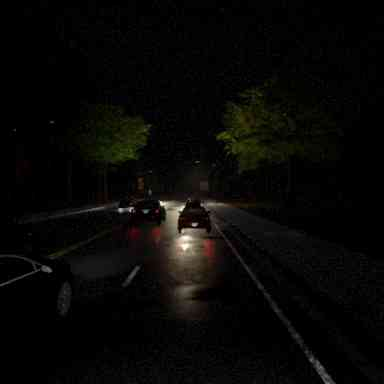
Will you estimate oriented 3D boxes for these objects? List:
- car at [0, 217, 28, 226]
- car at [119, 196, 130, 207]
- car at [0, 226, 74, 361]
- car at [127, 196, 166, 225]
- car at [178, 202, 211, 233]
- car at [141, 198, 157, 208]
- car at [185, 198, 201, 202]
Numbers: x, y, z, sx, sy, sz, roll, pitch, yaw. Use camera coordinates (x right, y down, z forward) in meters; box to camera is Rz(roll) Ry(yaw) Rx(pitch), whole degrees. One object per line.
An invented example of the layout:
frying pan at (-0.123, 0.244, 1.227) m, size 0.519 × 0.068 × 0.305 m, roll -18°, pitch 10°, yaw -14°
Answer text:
car at (-6.592, 1.533, 10.253) m, size 1.812 × 1.442 × 4.674 m, roll 0°, pitch 0°, yaw 0°
car at (-9.778, 1.404, 50.851) m, size 2.097 × 1.767 × 4.553 m, roll 0°, pitch 0°, yaw 0°
car at (-3.148, 1.495, 4.386) m, size 2.128 × 1.511 × 4.902 m, roll 0°, pitch 0°, yaw 0°
car at (-3.129, 1.375, 24.622) m, size 2.097 × 1.767 × 4.553 m, roll 0°, pitch 0°, yaw 0°
car at (0.128, 1.545, 19.858) m, size 1.812 × 1.442 × 4.674 m, roll 0°, pitch 0°, yaw 0°
car at (-6.531, 1.653, 50.913) m, size 1.895 × 1.301 × 4.718 m, roll 0°, pitch 0°, yaw 0°
car at (0.137, 1.533, 41.350) m, size 2.128 × 1.511 × 4.902 m, roll 0°, pitch 0°, yaw 0°
